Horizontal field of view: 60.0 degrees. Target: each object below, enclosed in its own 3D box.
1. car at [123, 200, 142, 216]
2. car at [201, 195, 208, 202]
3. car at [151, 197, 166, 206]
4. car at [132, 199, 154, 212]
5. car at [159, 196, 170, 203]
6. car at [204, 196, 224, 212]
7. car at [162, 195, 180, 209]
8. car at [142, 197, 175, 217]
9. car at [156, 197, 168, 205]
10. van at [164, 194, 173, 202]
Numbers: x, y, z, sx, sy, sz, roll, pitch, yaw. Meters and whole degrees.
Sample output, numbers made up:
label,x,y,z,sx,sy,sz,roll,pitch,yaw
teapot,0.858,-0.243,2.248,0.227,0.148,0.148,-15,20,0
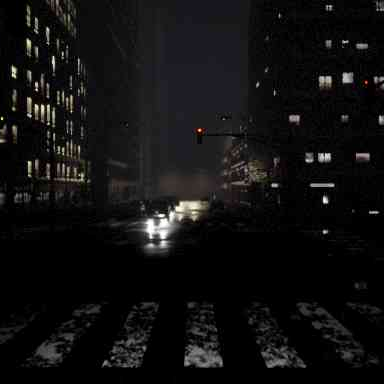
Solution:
label,x,y,z,sx,sy,sz,roll,pitch,yaw
car,-5.611,1.510,32.806,1.752,1.417,4.829,-1,0,0
car,2.882,1.410,72.534,1.967,1.590,4.097,-1,0,0
car,-5.545,1.521,55.593,1.887,1.381,4.507,-1,0,0
car,-5.594,1.548,38.630,1.947,1.339,4.313,-1,0,0
car,-5.513,1.517,66.903,1.887,1.381,4.507,-1,0,0
car,2.786,1.533,38.606,2.008,1.369,4.403,-1,0,0
car,-2.980,1.473,40.440,2.128,1.511,4.902,0,0,0
car,-3.013,1.477,30.954,2.128,1.511,4.902,0,0,0
car,-5.528,1.556,61.248,1.802,1.307,4.206,-1,0,0
van,-5.484,1.309,78.212,1.690,1.788,3.998,-1,0,0
